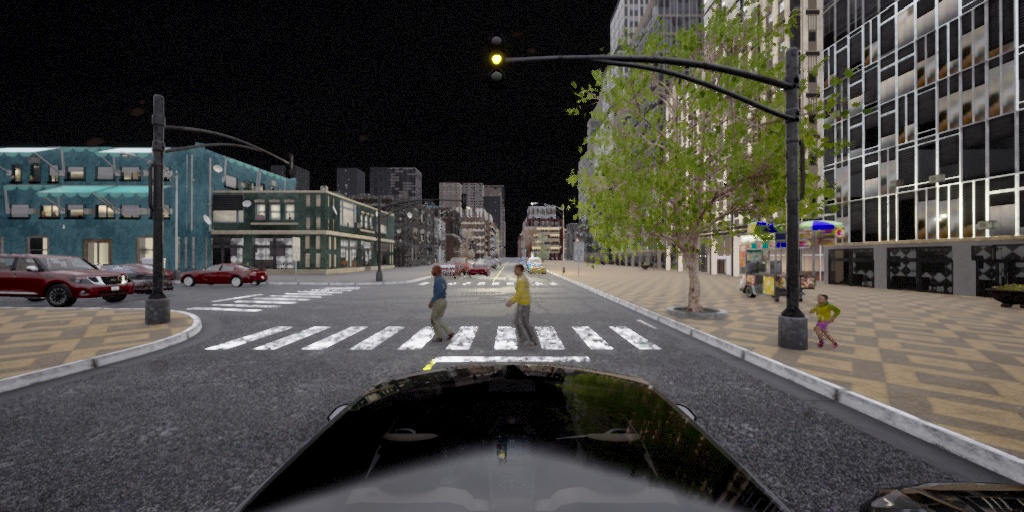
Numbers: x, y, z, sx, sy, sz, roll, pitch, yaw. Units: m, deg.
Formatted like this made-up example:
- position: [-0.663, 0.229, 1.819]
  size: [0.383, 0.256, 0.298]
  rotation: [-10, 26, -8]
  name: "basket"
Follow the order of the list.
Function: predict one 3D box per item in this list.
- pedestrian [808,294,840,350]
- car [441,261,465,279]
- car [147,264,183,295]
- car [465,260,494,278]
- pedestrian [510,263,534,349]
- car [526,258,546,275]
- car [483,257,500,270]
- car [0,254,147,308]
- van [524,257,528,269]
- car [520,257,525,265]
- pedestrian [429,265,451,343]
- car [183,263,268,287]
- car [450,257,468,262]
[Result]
- position: [6.161, 1.271, 7.037]
  size: [0.500, 1.100, 0.500]
  rotation: [0, 0, 0]
  name: "pedestrian"
- position: [-5.666, 1.331, 32.553]
  size: [1.802, 1.307, 4.207]
  rotation: [0, 0, 0]
  name: "car"
- position: [-18.228, 1.080, 15.751]
  size: [5.357, 1.411, 2.033]
  rotation: [1, 0, -1]
  name: "car"
- position: [-3.072, 1.350, 34.208]
  size: [1.895, 1.301, 4.718]
  rotation: [0, 0, 0]
  name: "car"
- position: [0.214, 1.044, 7.756]
  size: [0.375, 1.860, 0.375]
  rotation: [0, 0, 0]
  name: "pedestrian"
- position: [2.718, 1.274, 38.270]
  size: [1.751, 1.417, 4.829]
  rotation: [0, 0, 0]
  name: "car"
- position: [-3.050, 1.253, 51.368]
  size: [1.837, 1.490, 4.892]
  rotation: [0, 0, 0]
  name: "car"
- position: [-17.150, 0.848, 13.173]
  size: [5.009, 1.841, 2.192]
  rotation: [0, 0, -1]
  name: "car"
- position: [2.722, 1.090, 43.652]
  size: [1.690, 1.789, 3.998]
  rotation: [0, 0, 0]
  name: "van"
- position: [2.730, 1.300, 54.754]
  size: [2.007, 1.370, 4.403]
  rotation: [0, 0, 0]
  name: "car"
- position: [-1.678, 1.044, 8.245]
  size: [0.375, 1.860, 0.375]
  rotation: [0, 0, 0]
  name: "pedestrian"
- position: [-17.262, 1.119, 21.553]
  size: [4.507, 1.381, 1.888]
  rotation: [0, 0, -1]
  name: "car"
- position: [-5.662, 1.064, 38.104]
  size: [2.192, 1.841, 5.009]
  rotation: [0, 0, 0]
  name: "car"
